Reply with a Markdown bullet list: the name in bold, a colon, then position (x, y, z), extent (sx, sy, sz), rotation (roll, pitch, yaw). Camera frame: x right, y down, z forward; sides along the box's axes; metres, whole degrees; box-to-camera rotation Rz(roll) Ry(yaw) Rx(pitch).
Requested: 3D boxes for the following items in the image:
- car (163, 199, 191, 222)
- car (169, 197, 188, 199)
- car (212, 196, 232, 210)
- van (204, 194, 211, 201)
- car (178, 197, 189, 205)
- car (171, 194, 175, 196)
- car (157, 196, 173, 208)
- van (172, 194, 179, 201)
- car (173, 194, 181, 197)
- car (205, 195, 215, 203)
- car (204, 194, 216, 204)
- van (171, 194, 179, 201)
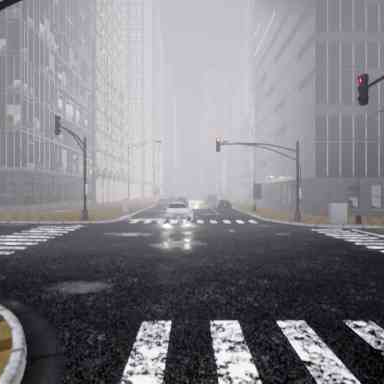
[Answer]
- **car**: position (-1.179, 1.540, 26.329), extent (1.812, 1.442, 4.674), rotation (0, 0, -5)
- **car**: position (-1.525, 1.607, 39.389), extent (1.895, 1.301, 4.718), rotation (0, 0, 0)
- **car**: position (3.926, 1.570, 41.790), extent (1.947, 1.339, 4.313), rotation (0, 0, 0)
- **van**: position (3.712, 1.304, 80.482), extent (1.690, 1.788, 3.998), rotation (0, 0, 0)
- **car**: position (-1.576, 1.588, 61.980), extent (1.895, 1.301, 4.718), rotation (0, 0, 0)
- **car**: position (-4.097, 1.550, 63.866), extent (1.947, 1.339, 4.313), rotation (0, 0, 0)
- **car**: position (-4.027, 1.583, 47.283), extent (1.802, 1.307, 4.206), rotation (0, 0, 0)
- **van**: position (-4.191, 1.297, 85.976), extent (1.690, 1.788, 3.998), rotation (0, 0, 0)
- **car**: position (-1.569, 1.503, 51.501), extent (1.837, 1.490, 4.892), rotation (0, 0, 0)
- **car**: position (3.759, 1.418, 69.428), extent (1.967, 1.590, 4.097), rotation (0, 0, 0)
- **car**: position (3.783, 1.300, 63.899), extent (2.192, 1.841, 5.009), rotation (0, 0, 0)
- **van**: position (-4.168, 1.304, 80.449), extent (1.690, 1.788, 3.998), rotation (0, 0, 0)
